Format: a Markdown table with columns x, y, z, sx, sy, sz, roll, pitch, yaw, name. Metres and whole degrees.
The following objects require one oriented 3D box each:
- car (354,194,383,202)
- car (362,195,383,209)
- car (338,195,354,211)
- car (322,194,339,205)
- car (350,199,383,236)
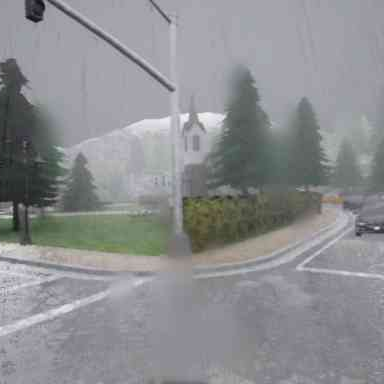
| x | y | z | sx | sy | sz | roll | pitch | yaw | name |
| --- | --- | --- | --- | --- | --- | --- | --- | --- | --- |
| 14.073 | 1.091 | 25.724 | 2.097 | 1.767 | 4.553 | -2 | 0 | 22 | car |
| 21.808 | 1.118 | 39.207 | 1.812 | 1.442 | 4.674 | -2 | 0 | 10 | car |
| 17.348 | 1.199 | 35.335 | 1.837 | 1.490 | 4.892 | -2 | 0 | 12 | car |
| 22.107 | 1.118 | 51.703 | 1.882 | 1.535 | 5.008 | -1 | 0 | -11 | car |
| 9.354 | 1.330 | 16.726 | 1.837 | 1.490 | 4.892 | -2 | 0 | 31 | car |
